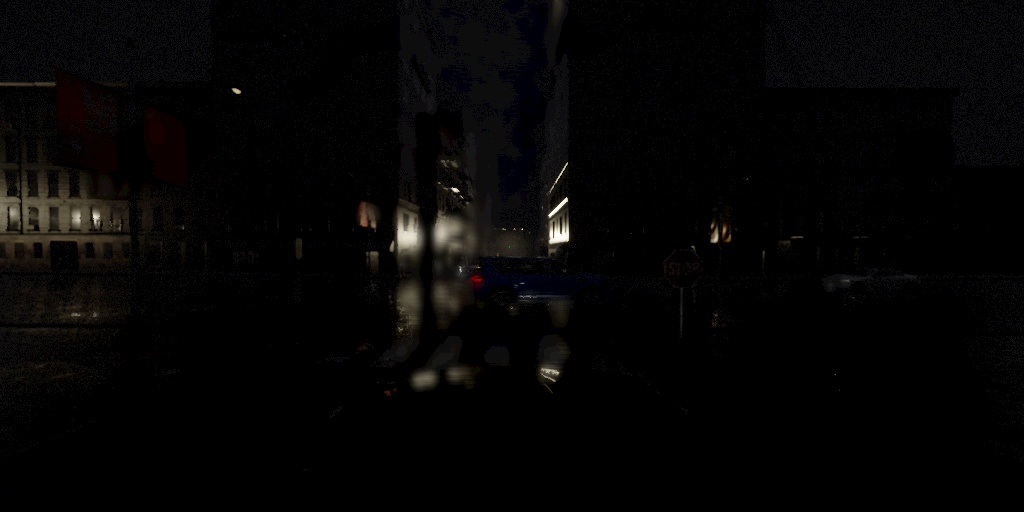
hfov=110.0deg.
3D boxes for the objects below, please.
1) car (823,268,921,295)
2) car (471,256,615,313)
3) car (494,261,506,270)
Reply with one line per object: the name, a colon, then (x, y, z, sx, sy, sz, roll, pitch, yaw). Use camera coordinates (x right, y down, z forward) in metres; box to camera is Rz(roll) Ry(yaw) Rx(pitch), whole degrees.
car: (20.847, 1.416, 20.831, 4.674, 1.442, 1.812, 0, 1, 0)
car: (1.172, 1.047, 14.229, 5.566, 2.045, 2.150, 0, -1, 0)
car: (-2.041, 1.582, 62.626, 1.812, 1.442, 4.674, 0, 0, 1)
